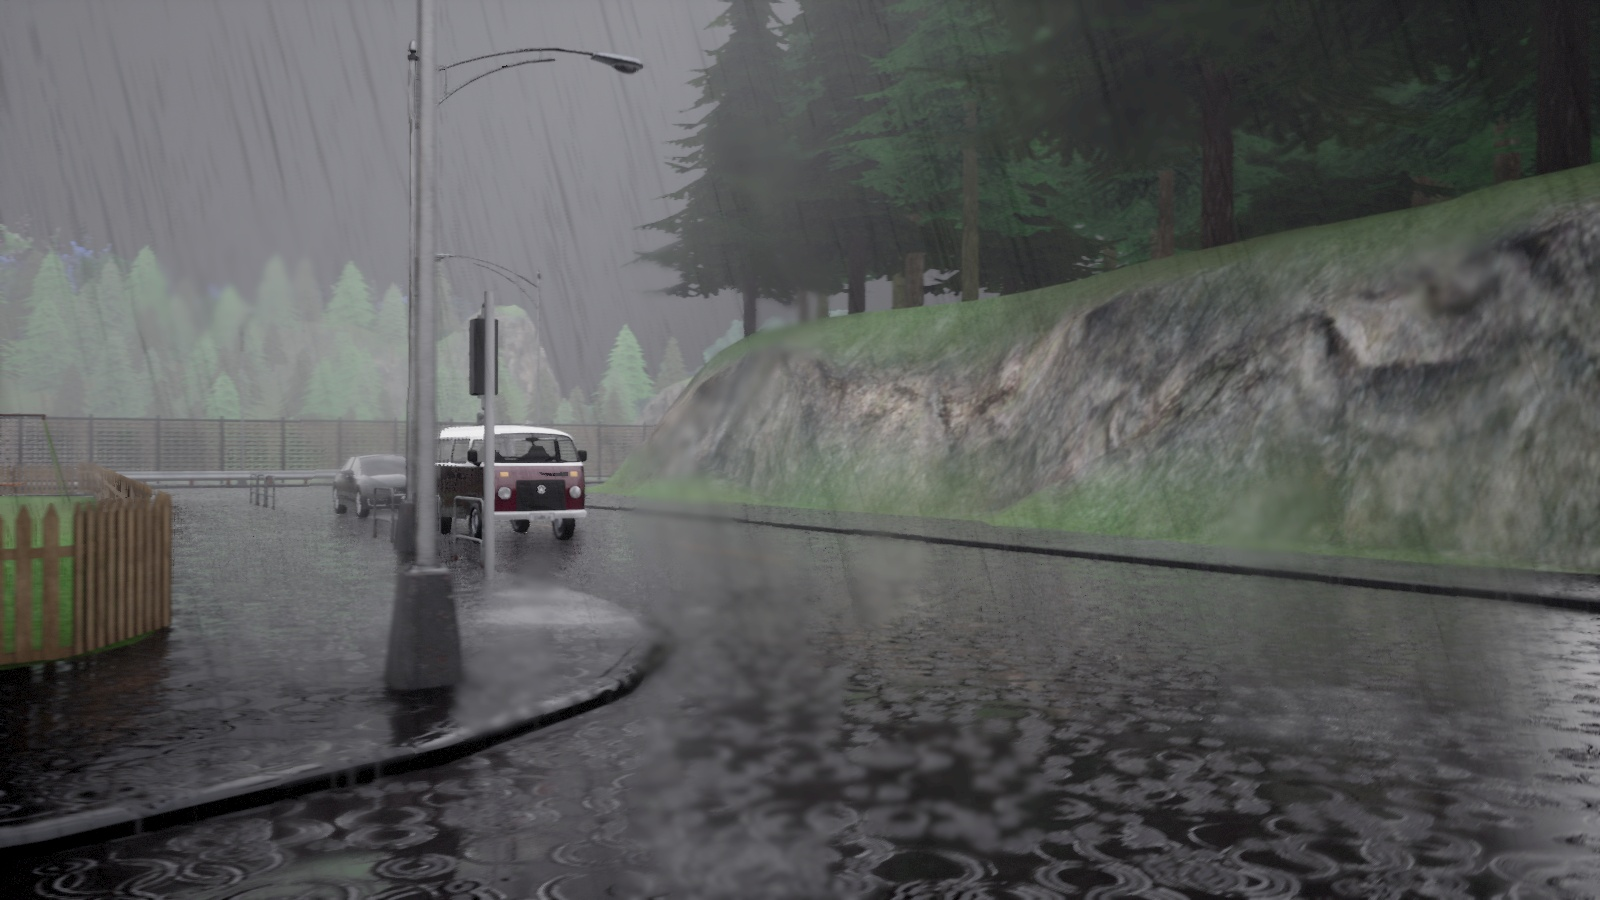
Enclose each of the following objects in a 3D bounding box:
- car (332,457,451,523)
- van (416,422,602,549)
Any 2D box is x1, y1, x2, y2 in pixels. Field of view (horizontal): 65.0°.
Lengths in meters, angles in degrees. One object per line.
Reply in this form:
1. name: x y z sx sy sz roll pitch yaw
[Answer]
1. car: -10.216 0.921 31.147 1.837 1.490 4.892 0 0 -30
2. van: -5.360 0.586 22.674 2.069 2.038 4.480 0 0 -30
